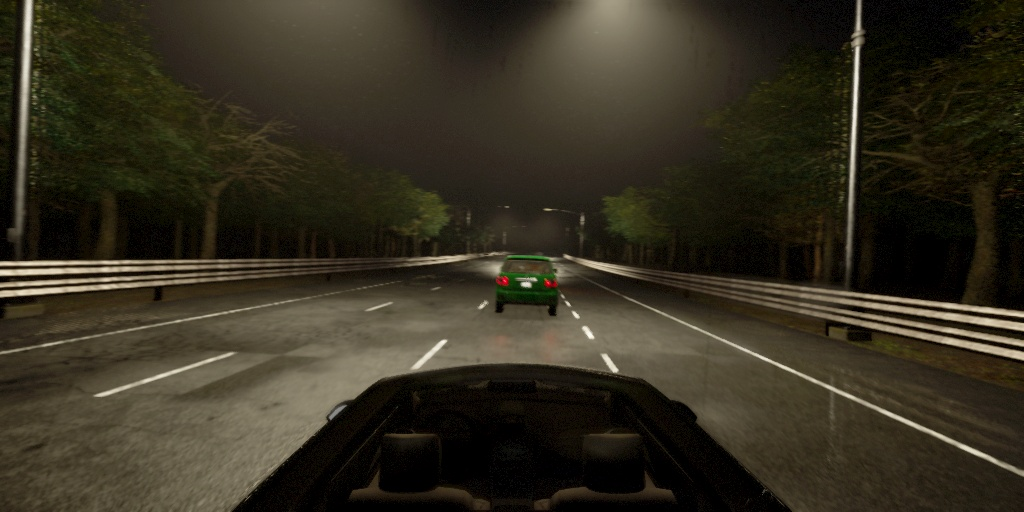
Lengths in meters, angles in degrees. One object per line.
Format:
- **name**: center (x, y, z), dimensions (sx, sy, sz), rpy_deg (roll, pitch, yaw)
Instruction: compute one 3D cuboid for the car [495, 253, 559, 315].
- **car**: center (0.628, 1.019, 14.145), dimensions (2.150, 2.045, 5.566), rpy_deg (2, 0, 4)
